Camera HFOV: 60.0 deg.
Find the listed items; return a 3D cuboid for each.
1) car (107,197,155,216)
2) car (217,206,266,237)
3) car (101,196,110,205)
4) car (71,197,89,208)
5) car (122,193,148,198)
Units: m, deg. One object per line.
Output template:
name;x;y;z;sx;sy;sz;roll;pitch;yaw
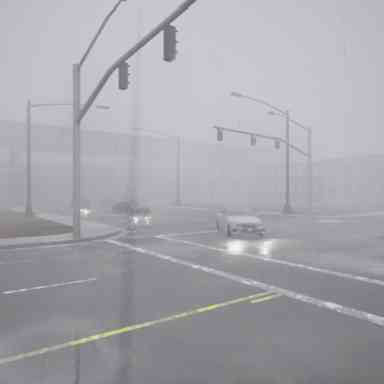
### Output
car;-6.056;1.545;32.545;2.033;1.411;5.357;0;0;-36
car;2.543;1.523;18.085;1.812;1.442;4.674;1;0;-6
car;-14.992;1.522;59.810;1.812;1.442;4.674;0;0;3
car;-15.481;1.489;45.830;2.128;1.511;4.902;0;0;-29
car;-12.303;1.218;69.377;2.150;2.045;5.566;0;0;29
